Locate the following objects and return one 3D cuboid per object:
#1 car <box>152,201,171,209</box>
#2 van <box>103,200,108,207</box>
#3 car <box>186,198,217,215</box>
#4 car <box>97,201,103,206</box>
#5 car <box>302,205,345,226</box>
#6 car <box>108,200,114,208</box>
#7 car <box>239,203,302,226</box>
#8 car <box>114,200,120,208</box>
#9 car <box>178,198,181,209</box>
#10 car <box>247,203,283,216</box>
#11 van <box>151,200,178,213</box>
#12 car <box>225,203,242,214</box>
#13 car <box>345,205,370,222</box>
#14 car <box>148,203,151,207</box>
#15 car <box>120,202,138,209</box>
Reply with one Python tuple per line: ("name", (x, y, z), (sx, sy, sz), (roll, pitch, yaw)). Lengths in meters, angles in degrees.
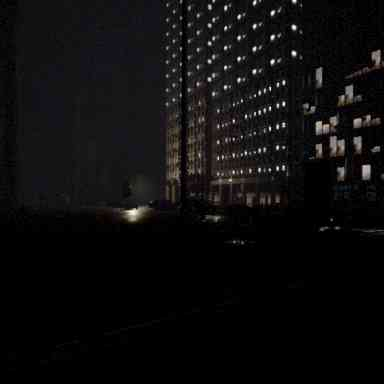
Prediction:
("car", (-5.875, 2.468, 63.329), (1.882, 1.535, 5.008), (0, -1, -26))
("van", (-18.615, 2.633, 76.488), (1.690, 1.788, 3.998), (-1, -1, -26))
("car", (1.076, 1.789, 41.954), (2.150, 2.045, 5.566), (0, -1, -26))
("car", (-23.529, 3.052, 86.602), (1.887, 1.381, 4.507), (-1, -1, -26))
("car", (8.879, 1.743, 25.891), (2.128, 1.511, 4.902), (0, -1, -26))
("car", (-16.153, 2.730, 71.429), (1.887, 1.381, 4.507), (-1, -1, -26))
("car", (5.979, 1.813, 25.904), (2.008, 1.369, 4.403), (-1, -1, -26))
("car", (-13.620, 2.601, 66.218), (1.752, 1.417, 4.829), (-1, -1, -26))
("car", (-1.330, 2.022, 54.099), (2.150, 2.045, 5.566), (0, -1, -26))
("car", (8.598, 2.066, 39.685), (1.947, 1.339, 4.313), (-1, -1, -26))
("van", (-3.861, 2.004, 46.141), (1.690, 1.788, 3.998), (-1, -1, -26))
("car", (6.139, 2.167, 44.743), (1.947, 1.339, 4.313), (-1, -1, -26))
("car", (13.516, 1.852, 29.568), (2.008, 1.369, 4.403), (-1, -1, -26))
("car", (-6.022, 2.138, 56.772), (1.994, 1.385, 4.181), (0, -1, -26))
("car", (-11.234, 2.524, 61.312), (2.008, 1.369, 4.403), (-1, -1, -26))
